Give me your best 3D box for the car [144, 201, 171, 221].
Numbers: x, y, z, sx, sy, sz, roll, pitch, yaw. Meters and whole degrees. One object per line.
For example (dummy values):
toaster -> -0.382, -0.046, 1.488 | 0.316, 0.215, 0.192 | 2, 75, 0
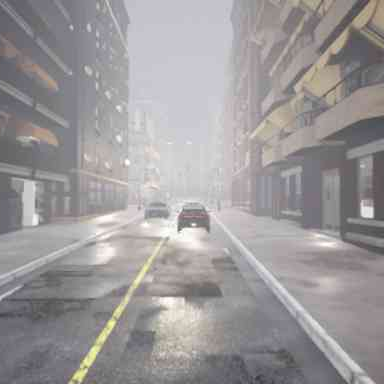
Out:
car -> -2.815, 1.496, 27.953 | 1.882, 1.535, 5.008 | 0, 0, 0

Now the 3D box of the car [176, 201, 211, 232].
car -> 0.098, 1.512, 19.943 | 1.837, 1.490, 4.892 | 0, -1, 0

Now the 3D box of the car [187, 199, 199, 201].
car -> 0.094, 1.524, 36.794 | 2.128, 1.511, 4.902 | 0, 0, 0
